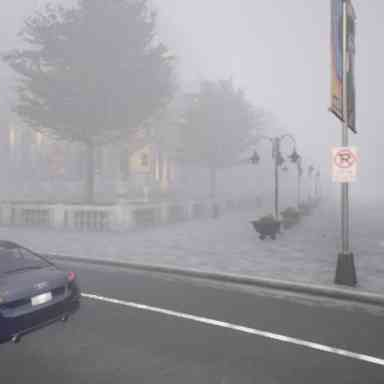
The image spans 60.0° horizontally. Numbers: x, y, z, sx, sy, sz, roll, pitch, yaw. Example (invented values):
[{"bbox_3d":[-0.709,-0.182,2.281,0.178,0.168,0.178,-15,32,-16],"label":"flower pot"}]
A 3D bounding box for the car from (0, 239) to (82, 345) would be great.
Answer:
[{"bbox_3d":[-3.987,1.545,5.829,4.181,1.385,1.994,0,0,28],"label":"car"}]
